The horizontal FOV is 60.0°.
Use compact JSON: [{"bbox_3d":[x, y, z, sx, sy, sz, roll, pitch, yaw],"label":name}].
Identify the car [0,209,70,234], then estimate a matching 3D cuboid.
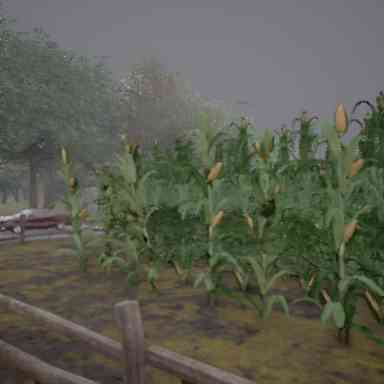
[{"bbox_3d":[-10.862,1.894,22.832,1.882,1.535,5.008,0,-2,34],"label":"car"}]
